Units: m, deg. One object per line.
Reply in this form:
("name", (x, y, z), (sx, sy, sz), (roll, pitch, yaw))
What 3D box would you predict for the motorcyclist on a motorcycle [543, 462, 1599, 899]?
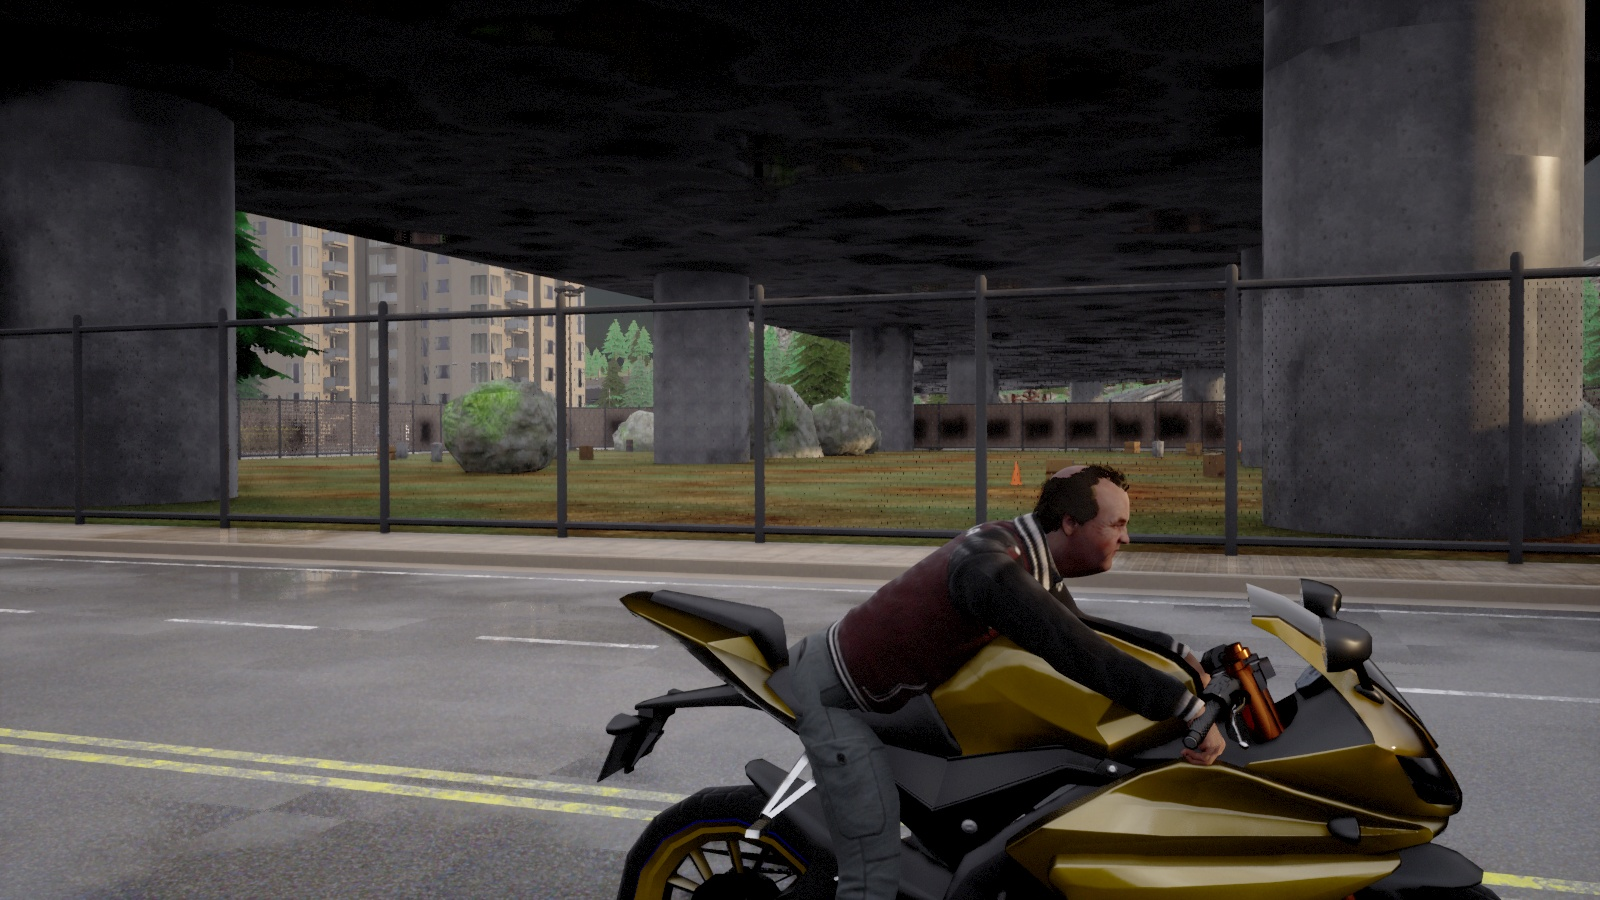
("motorcyclist on a motorcycle", (0.575, 0.816, 3.000), (2.191, 1.530, 0.866), (1, 1, 19))
